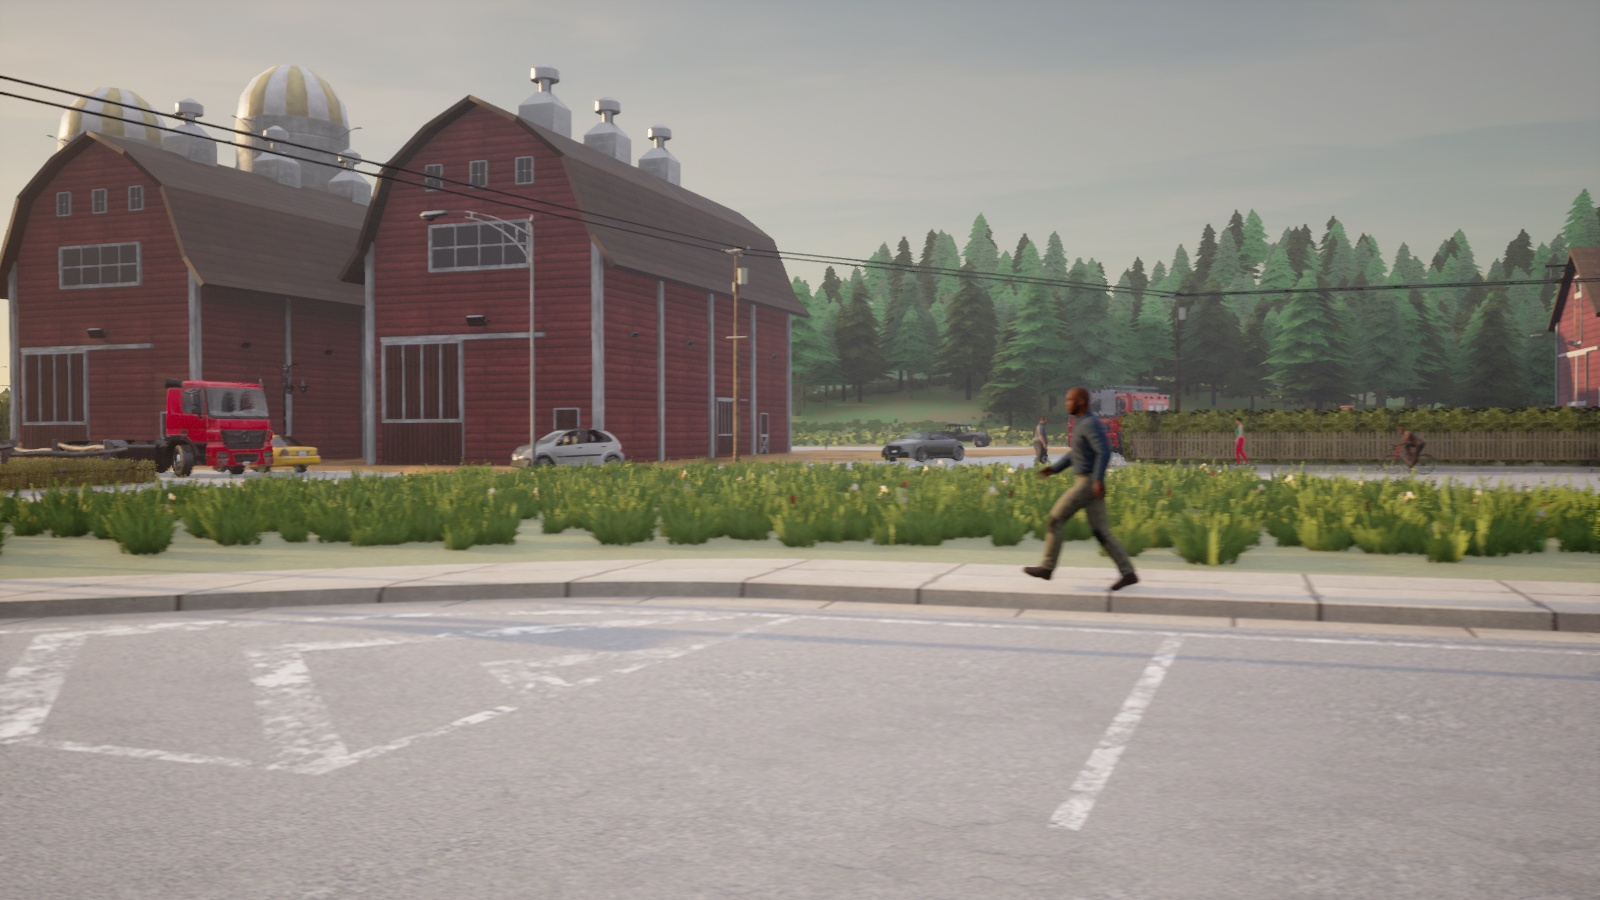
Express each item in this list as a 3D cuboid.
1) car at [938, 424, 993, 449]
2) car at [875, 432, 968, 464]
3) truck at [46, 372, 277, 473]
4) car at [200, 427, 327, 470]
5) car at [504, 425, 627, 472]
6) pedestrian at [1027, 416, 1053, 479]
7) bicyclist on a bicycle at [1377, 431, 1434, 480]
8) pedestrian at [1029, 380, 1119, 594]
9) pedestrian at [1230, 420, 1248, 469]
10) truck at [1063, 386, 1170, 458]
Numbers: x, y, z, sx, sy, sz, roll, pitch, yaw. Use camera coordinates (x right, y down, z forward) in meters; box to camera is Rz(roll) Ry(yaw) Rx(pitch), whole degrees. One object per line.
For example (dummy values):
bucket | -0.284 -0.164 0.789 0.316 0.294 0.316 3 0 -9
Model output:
car | 12.818 -1.025 97.172 3.866 1.878 1.905 1 1 20
car | 5.530 -0.107 56.913 4.181 1.385 1.994 -1 1 -44
truck | -23.180 -0.970 45.569 7.936 3.462 2.891 0 1 21
car | -20.668 -0.086 48.320 5.366 1.575 1.801 1 1 33
car | -8.538 -0.082 45.775 3.988 1.617 1.851 -1 1 -34
pedestrian | 7.134 -0.089 37.315 0.694 1.848 0.540 0 1 17
bicyclist on a bicycle | 20.353 0.179 42.247 1.656 1.620 0.582 0 1 19
pedestrian | 2.420 0.314 11.079 0.726 1.835 0.370 1 1 18
pedestrian | 16.455 -0.210 47.074 0.594 1.836 0.345 1 1 24
truck | 18.070 -1.591 71.315 2.891 3.827 8.468 1 1 36
